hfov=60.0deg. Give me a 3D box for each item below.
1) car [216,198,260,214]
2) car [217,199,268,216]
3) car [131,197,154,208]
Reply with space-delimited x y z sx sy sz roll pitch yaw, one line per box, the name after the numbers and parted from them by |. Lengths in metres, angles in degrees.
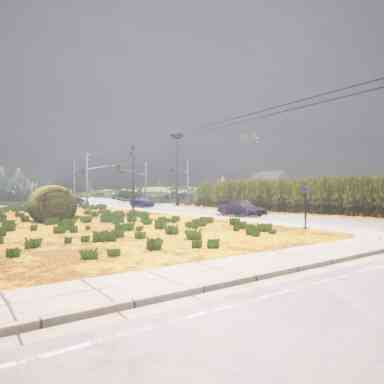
5.006 1.514 36.915 1.882 1.535 5.008 0 0 -35 | car
4.538 1.582 31.060 2.033 1.411 5.357 0 0 -35 | car
-7.219 1.513 48.385 1.882 1.535 5.008 0 0 -33 | car
